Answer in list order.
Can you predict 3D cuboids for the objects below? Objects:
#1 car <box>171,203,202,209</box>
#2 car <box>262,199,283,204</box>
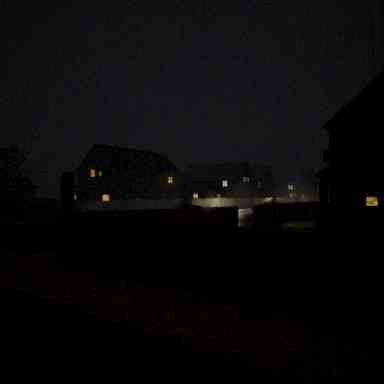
[{"bbox_3d":[-0.541,1.716,30.645,1.994,1.385,4.181,0,0,35],"label":"car"},{"bbox_3d":[11.645,1.790,47.868,2.128,1.511,4.902,0,0,35],"label":"car"}]
